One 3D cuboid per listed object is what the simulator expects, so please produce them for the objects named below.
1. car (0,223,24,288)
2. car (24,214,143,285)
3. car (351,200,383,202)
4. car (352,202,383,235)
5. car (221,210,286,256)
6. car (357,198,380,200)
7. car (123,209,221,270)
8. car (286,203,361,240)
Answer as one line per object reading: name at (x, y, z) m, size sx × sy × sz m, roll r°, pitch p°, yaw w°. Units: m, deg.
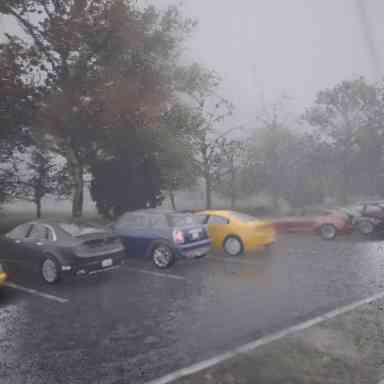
car at (-6.324, 1.507, 7.679) m, size 5.366 × 1.575 × 1.946 m, roll -1°, pitch -1°, yaw 35°
car at (-4.064, 1.498, 9.506) m, size 4.892 × 1.521 × 2.231 m, roll -1°, pitch 0°, yaw 34°
car at (10.212, 1.407, 20.111) m, size 5.008 × 1.535 × 2.097 m, roll -1°, pitch 0°, yaw 33°
car at (7.886, 1.451, 18.304) m, size 4.792 × 1.488 × 2.163 m, roll -1°, pitch -1°, yaw 33°
car at (0.738, 1.467, 12.992) m, size 5.008 × 1.535 × 2.097 m, roll -1°, pitch 0°, yaw 34°
car at (12.523, 1.267, 21.952) m, size 4.553 × 1.767 × 2.185 m, roll -1°, pitch -1°, yaw 32°
car at (-1.639, 1.356, 11.233) m, size 4.553 × 1.767 × 2.185 m, roll -1°, pitch 0°, yaw 34°
car at (5.462, 1.467, 16.546) m, size 4.792 × 1.488 × 2.163 m, roll -1°, pitch 0°, yaw 33°
